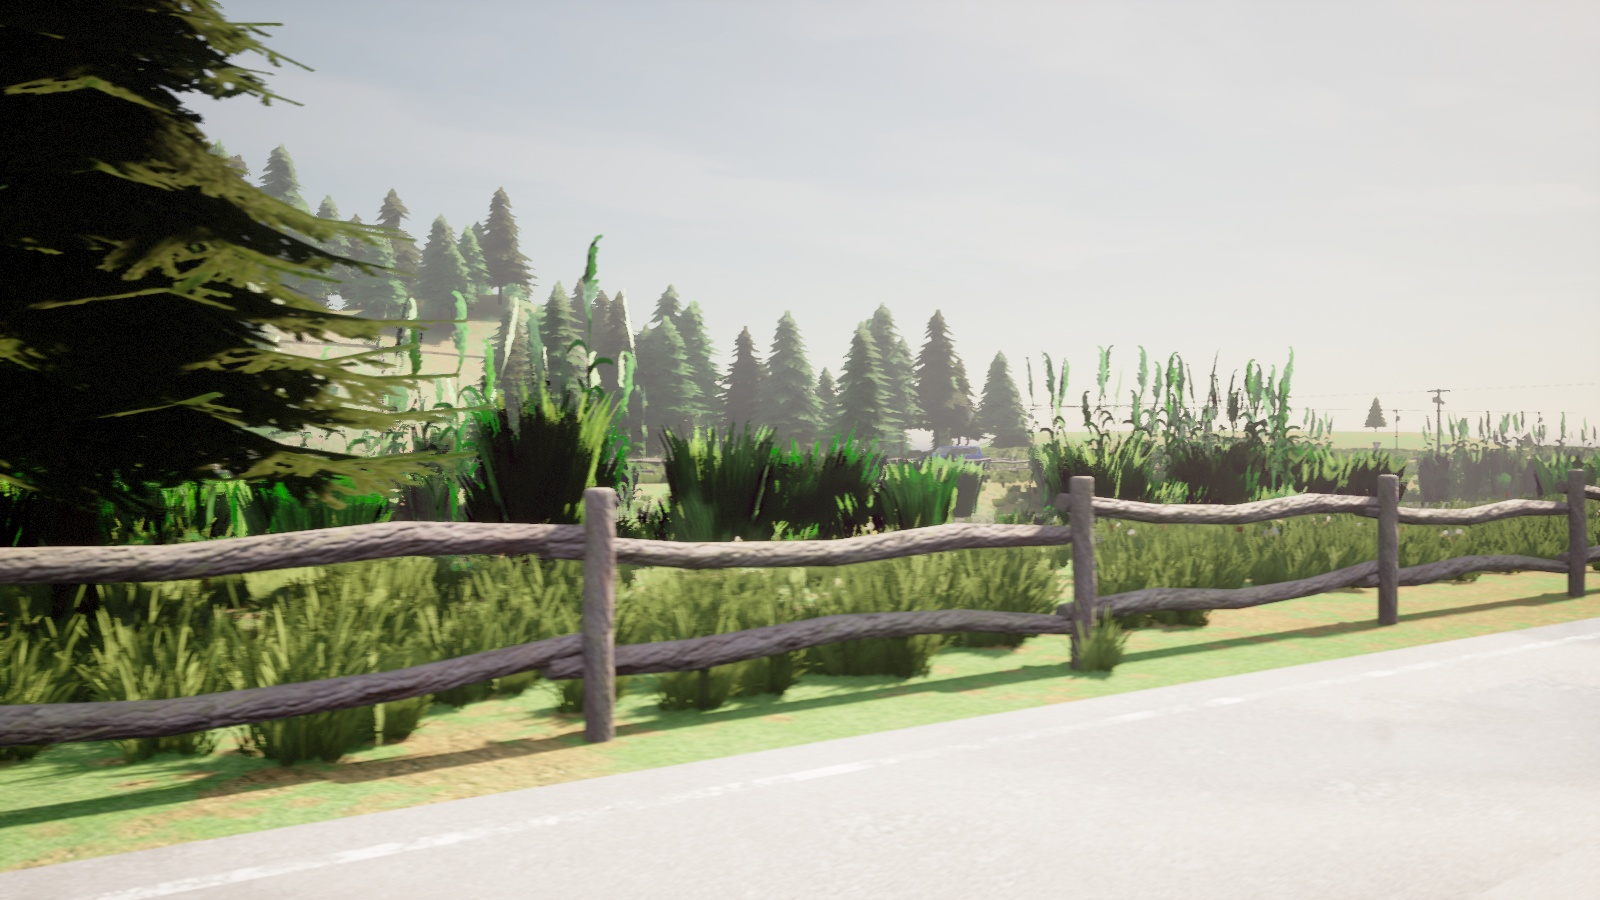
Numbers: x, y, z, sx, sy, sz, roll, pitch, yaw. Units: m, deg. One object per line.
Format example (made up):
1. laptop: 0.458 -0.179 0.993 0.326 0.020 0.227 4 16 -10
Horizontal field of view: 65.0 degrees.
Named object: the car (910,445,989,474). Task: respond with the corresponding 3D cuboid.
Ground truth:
1. car: 10.747 0.675 90.078 5.566 2.045 2.150 0 0 -36
